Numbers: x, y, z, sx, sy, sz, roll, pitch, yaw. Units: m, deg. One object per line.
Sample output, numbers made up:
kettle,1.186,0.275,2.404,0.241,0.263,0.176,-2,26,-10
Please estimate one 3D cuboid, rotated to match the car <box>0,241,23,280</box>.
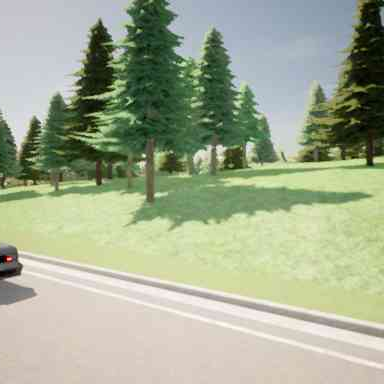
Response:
car,-6.481,1.545,8.584,5.357,1.411,2.033,0,0,36
